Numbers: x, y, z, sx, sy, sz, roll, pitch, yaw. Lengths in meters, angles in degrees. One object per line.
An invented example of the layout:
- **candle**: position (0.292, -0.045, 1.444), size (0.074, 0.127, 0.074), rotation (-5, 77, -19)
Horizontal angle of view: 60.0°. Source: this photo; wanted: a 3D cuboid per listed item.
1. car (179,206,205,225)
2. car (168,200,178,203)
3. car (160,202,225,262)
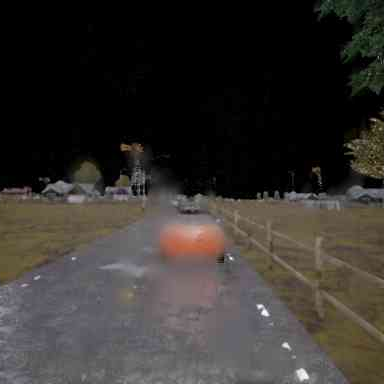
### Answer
- **car**: position (0.023, 1.825, 26.990), size (1.895, 1.301, 4.718), rotation (0, -1, 0)
- **car**: position (-2.834, 2.030, 51.183), size (1.882, 1.535, 5.008), rotation (0, -1, 0)
- **car**: position (0.036, 1.438, 12.591), size (2.097, 1.767, 4.553), rotation (0, 0, 0)
